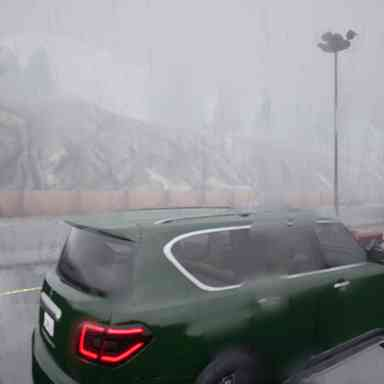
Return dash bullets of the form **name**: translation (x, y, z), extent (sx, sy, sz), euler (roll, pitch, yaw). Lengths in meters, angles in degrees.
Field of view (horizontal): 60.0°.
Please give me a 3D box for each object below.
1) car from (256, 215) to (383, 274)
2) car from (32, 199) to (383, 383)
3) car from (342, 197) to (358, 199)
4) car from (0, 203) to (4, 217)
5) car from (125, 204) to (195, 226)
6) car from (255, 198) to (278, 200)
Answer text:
- **car**: translation (4.521, 1.588, 11.265), extent (4.718, 1.301, 1.895), euler (0, 0, -35)
- **car**: translation (0.951, 1.217, 4.425), extent (5.566, 2.045, 2.150), euler (0, 0, -36)
- **car**: translation (24.178, 1.484, 51.197), extent (5.357, 1.411, 2.033), euler (0, 0, -34)
- **car**: translation (-16.024, 1.221, 22.658), extent (5.566, 2.045, 2.150), euler (0, 0, -36)
- **car**: translation (-2.226, 1.584, 23.903), extent (4.718, 1.301, 1.895), euler (0, 0, -36)
- **car**: translation (6.384, 1.465, 25.745), extent (4.902, 1.511, 2.128), euler (0, 0, -35)
